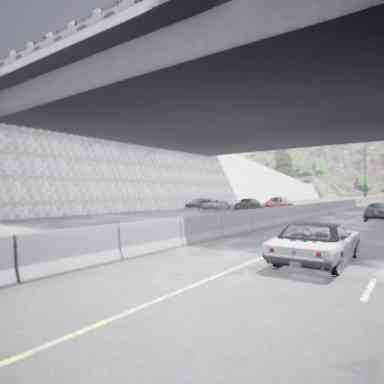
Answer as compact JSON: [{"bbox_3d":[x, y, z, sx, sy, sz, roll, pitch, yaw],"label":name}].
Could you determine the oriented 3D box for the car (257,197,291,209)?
[{"bbox_3d":[9.469,1.316,37.105,2.097,1.767,4.553,0,0,35],"label":"car"}]

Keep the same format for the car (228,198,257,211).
[{"bbox_3d":[6.549,1.468,39.035,1.837,1.490,4.892,0,0,35],"label":"car"}]

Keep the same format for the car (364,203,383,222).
[{"bbox_3d":[14.426,1.522,25.518,2.033,1.411,5.357,0,0,35],"label":"car"}]

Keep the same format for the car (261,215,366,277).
[{"bbox_3d":[3.951,1.591,10.433,1.895,1.301,4.718,0,0,35],"label":"car"}]

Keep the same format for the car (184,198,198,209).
[{"bbox_3d":[1.215,1.507,43.626,2.033,1.411,5.357,0,0,35],"label":"car"}]

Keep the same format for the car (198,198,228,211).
[{"bbox_3d":[3.065,1.564,40.157,1.895,1.301,4.718,0,0,35],"label":"car"}]
